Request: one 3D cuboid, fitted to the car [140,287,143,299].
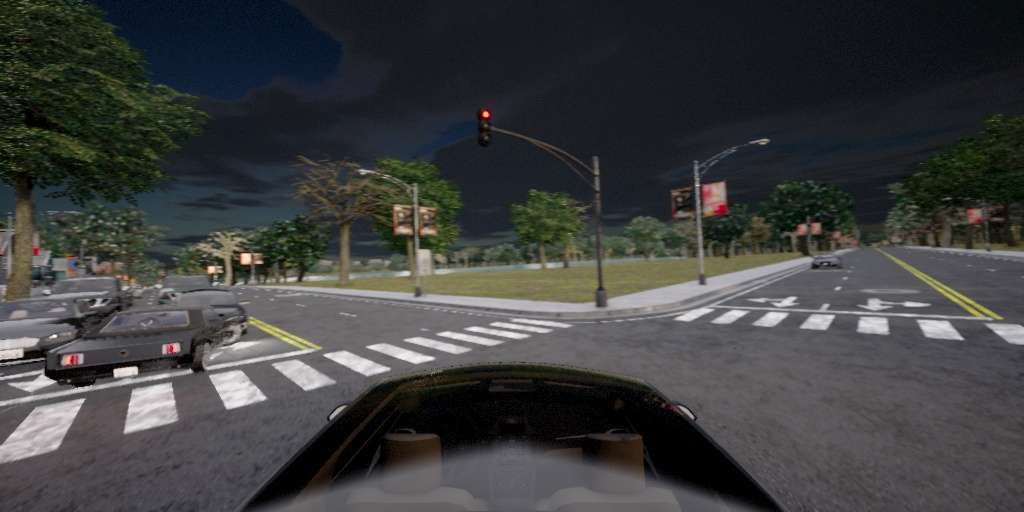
[{"bbox_3d":[-36.546,3.471,34.156,1.895,1.301,4.718,0,-3,-45],"label":"car"}]

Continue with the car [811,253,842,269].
[{"bbox_3d":[28.612,0.466,32.588,1.994,1.385,4.181,-4,-1,45],"label":"car"}]

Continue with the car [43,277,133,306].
[{"bbox_3d":[-18.813,1.979,16.023,2.150,2.045,5.566,0,-2,-44],"label":"car"}]

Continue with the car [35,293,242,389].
[{"bbox_3d":[-7.748,1.784,8.120,1.895,1.301,4.718,-1,-1,-30],"label":"car"}]

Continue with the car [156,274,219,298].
[{"bbox_3d":[-17.249,2.010,19.063,2.150,2.045,5.566,0,-2,-44],"label":"car"}]

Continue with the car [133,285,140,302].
[{"bbox_3d":[-26.122,2.693,23.451,2.128,1.511,4.902,0,-2,-44],"label":"car"}]

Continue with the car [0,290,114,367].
[{"bbox_3d":[-11.888,1.830,8.990,2.128,1.511,4.902,0,-2,-45],"label":"car"}]

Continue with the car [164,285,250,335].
[{"bbox_3d":[-10.305,1.878,12.066,1.837,1.490,4.892,1,-3,-45],"label":"car"}]
